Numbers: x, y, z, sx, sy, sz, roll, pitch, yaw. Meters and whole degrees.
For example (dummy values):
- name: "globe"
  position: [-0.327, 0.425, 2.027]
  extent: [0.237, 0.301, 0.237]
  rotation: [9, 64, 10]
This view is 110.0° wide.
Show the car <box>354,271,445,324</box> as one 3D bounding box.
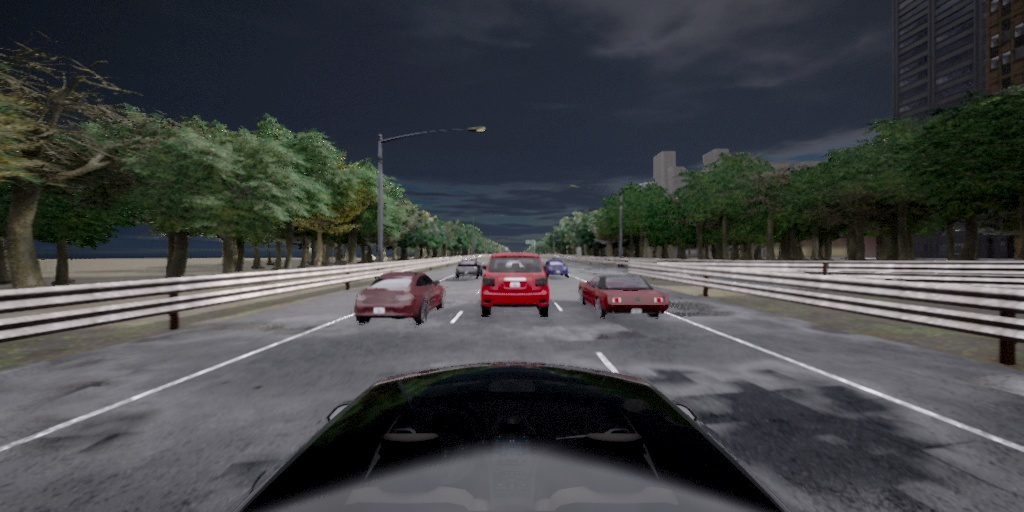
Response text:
- name: "car"
  position: [-3.411, 1.214, 11.519]
  extent: [1.812, 1.442, 4.674]
  rotation: [0, 1, 0]

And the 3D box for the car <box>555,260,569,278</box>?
- name: "car"
  position: [3.601, 1.037, 30.248]
  extent: [1.812, 1.442, 4.674]
  rotation: [0, 1, 0]

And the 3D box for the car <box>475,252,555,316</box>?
- name: "car"
  position: [0.096, 0.900, 13.087]
  extent: [2.150, 2.045, 5.566]
  rotation: [0, 0, 0]

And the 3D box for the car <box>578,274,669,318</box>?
- name: "car"
  position: [3.594, 1.282, 12.540]
  extent: [1.895, 1.301, 4.718]
  rotation: [0, 0, 0]

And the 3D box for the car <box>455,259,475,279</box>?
- name: "car"
  position: [-3.400, 1.015, 29.211]
  extent: [2.128, 1.511, 4.902]
  rotation: [0, 1, 0]
